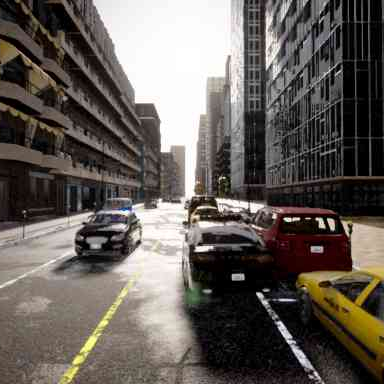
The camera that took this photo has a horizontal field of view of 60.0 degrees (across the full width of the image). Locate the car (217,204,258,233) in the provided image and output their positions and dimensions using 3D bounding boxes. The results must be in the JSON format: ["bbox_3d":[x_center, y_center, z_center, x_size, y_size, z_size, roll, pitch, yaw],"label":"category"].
[{"bbox_3d":[2.655,1.558,20.591,1.887,1.381,4.507,1,0,0],"label":"car"}]

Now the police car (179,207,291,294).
[{"bbox_3d":[0.718,1.429,8.957,1.930,1.638,5.238,0,0,-4],"label":"police car"}]

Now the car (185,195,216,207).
[{"bbox_3d":[0.772,1.241,24.948,2.150,2.045,5.566,0,0,-1],"label":"car"}]

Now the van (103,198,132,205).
[{"bbox_3d":[-5.734,1.362,26.096,1.690,1.788,3.998,1,0,0],"label":"van"}]

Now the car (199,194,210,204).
[{"bbox_3d":[2.544,1.447,70.297,2.192,1.841,5.009,1,0,0],"label":"car"}]

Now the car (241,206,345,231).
[{"bbox_3d":[2.684,1.320,9.545,2.192,1.841,5.009,1,0,0],"label":"car"}]

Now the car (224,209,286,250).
[{"bbox_3d":[2.668,1.574,15.067,1.947,1.339,4.313,1,0,0],"label":"car"}]

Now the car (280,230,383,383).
[{"bbox_3d":[2.693,1.527,4.193,1.752,1.417,4.829,1,0,0],"label":"car"}]

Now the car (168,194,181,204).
[{"bbox_3d":[-3.151,1.598,66.935,1.882,1.535,5.008,0,0,0],"label":"car"}]

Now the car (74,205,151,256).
[{"bbox_3d":[-3.131,1.498,13.277,2.128,1.511,4.902,0,0,0],"label":"car"}]

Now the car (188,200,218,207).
[{"bbox_3d":[0.810,1.468,19.086,1.801,1.575,5.366,0,0,0],"label":"car"}]

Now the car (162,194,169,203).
[{"bbox_3d":[-5.851,1.697,75.800,1.887,1.381,4.507,1,0,0],"label":"car"}]

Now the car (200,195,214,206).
[{"bbox_3d":[2.570,1.412,59.251,2.192,1.841,5.009,1,0,0],"label":"car"}]

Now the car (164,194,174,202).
[{"bbox_3d":[-5.874,1.513,86.847,2.192,1.841,5.009,1,0,0],"label":"car"}]

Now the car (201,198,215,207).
[{"bbox_3d":[2.579,1.647,53.727,1.947,1.339,4.313,1,0,0],"label":"car"}]

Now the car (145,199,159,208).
[{"bbox_3d":[-5.788,1.647,48.186,1.802,1.307,4.206,1,0,0],"label":"car"}]
